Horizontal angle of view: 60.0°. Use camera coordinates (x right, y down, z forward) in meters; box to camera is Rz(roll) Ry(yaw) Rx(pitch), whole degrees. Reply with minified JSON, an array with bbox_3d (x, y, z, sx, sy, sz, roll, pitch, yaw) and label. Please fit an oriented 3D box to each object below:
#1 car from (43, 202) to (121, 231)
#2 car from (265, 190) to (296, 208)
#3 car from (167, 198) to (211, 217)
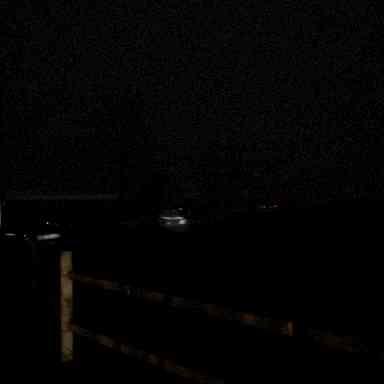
[{"bbox_3d":[-6.482,1.397,20.054,1.837,1.490,4.892,-2,0,35],"label":"car"},{"bbox_3d":[10.517,0.796,39.405,2.150,2.045,5.566,-2,0,35],"label":"car"},{"bbox_3d":[-0.177,1.285,29.149,1.837,1.490,4.892,-2,0,35],"label":"car"}]
